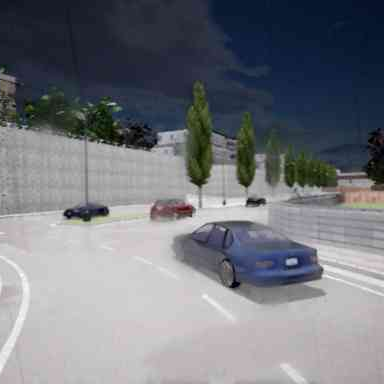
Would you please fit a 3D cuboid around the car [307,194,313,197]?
[{"bbox_3d":[21.695,1.043,62.630,1.994,1.385,4.181,-1,0,28],"label":"car"}]

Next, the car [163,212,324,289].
[{"bbox_3d":[1.095,1.502,9.208,2.033,1.411,5.357,-1,0,-23],"label":"car"}]

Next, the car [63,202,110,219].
[{"bbox_3d":[-9.318,1.607,29.646,1.994,1.385,4.181,-1,0,29],"label":"car"}]

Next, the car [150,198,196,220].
[{"bbox_3d":[-1.452,1.288,26.835,2.097,1.767,4.553,-1,0,26],"label":"car"}]

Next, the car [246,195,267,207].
[{"bbox_3d":[8.943,1.212,46.239,2.128,1.511,4.902,-1,0,28],"label":"car"}]

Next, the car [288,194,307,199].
[{"bbox_3d":[16.577,1.152,52.979,1.994,1.385,4.181,-1,0,28],"label":"car"}]
